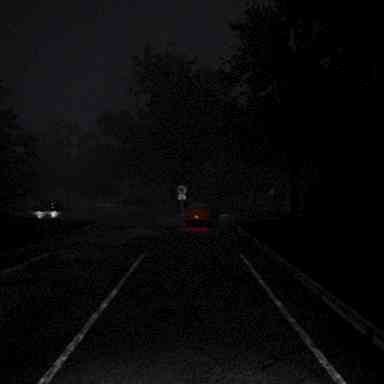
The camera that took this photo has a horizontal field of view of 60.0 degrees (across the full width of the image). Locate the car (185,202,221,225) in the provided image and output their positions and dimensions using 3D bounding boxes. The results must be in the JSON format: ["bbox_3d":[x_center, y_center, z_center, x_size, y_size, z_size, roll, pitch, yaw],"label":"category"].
[{"bbox_3d":[0.826,1.484,24.403,1.882,1.535,5.008,-1,0,12],"label":"car"}]

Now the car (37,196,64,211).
[{"bbox_3d":[-17.091,1.364,40.323,2.097,1.767,4.553,0,0,-7],"label":"car"}]

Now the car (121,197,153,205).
[{"bbox_3d":[-9.418,1.564,57.496,5.357,1.411,2.033,0,0,-29],"label":"car"}]
